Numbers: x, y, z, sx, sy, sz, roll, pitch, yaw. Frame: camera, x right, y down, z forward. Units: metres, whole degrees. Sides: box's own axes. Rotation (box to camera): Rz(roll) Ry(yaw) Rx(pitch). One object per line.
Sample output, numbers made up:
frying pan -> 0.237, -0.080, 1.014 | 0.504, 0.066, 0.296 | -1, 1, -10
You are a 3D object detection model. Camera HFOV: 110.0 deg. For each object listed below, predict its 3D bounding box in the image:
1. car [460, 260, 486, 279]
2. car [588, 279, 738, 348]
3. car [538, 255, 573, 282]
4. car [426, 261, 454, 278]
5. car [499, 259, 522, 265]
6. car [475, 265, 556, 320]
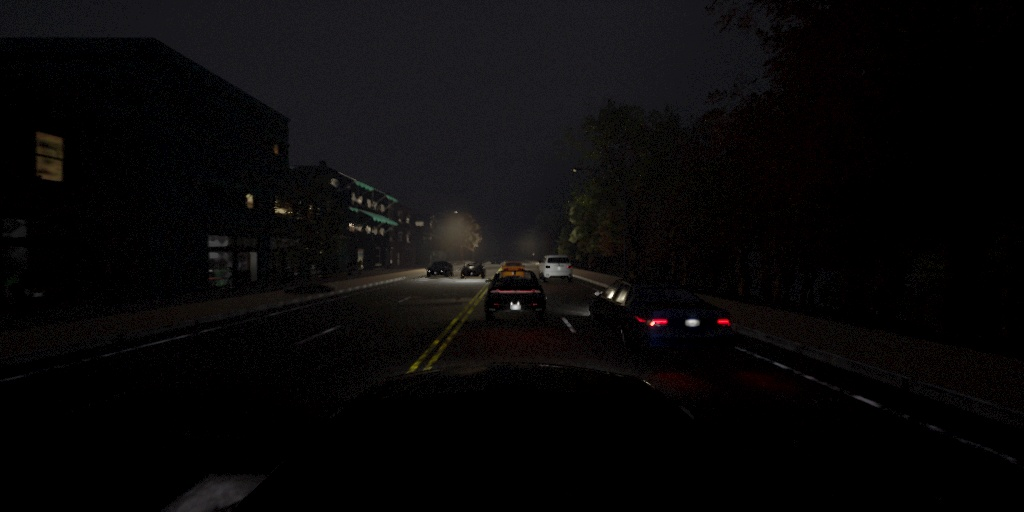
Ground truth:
car -> -3.336, 1.272, 31.652 | 1.994, 1.385, 4.181 | 0, 0, 0
car -> 3.352, 1.287, 9.171 | 2.033, 1.411, 5.357 | 0, 0, 0
car -> 3.359, 0.933, 28.274 | 2.150, 2.045, 5.566 | 0, 0, 0
car -> -6.585, 1.211, 33.209 | 1.837, 1.490, 4.892 | 0, 0, 0
car -> 0.110, 1.186, 30.631 | 1.882, 1.535, 5.008 | 0, 0, 0
car -> 0.104, 1.226, 12.545 | 2.128, 1.511, 4.902 | 0, 0, 0
